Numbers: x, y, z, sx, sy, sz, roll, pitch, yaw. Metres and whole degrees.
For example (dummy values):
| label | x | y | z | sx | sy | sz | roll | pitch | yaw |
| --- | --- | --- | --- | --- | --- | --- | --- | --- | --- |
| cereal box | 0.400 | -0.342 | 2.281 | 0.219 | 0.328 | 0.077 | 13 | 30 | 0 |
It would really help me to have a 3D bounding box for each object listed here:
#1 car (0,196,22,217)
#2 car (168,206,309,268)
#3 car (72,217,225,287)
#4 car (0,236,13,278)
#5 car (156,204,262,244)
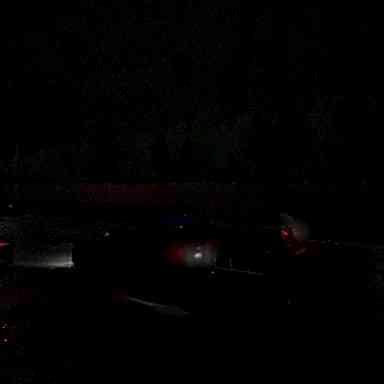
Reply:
| label | x | y | z | sx | sy | sz | roll | pitch | yaw |
| --- | --- | --- | --- | --- | --- | --- | --- | --- | --- |
| car | -16.801 | 1.221 | 28.876 | 4.553 | 1.767 | 2.097 | 0 | 0 | 35 |
| car | 1.522 | 1.329 | 11.505 | 4.553 | 1.767 | 2.097 | 0 | 0 | 36 |
| car | -1.464 | 1.536 | 9.335 | 4.181 | 1.385 | 1.994 | 0 | 0 | 36 |
| car | -6.593 | 1.447 | 8.697 | 4.902 | 1.511 | 2.128 | 0 | 0 | 36 |
| car | 0.733 | 1.439 | 16.367 | 5.008 | 1.535 | 1.882 | 0 | 0 | 36 |
